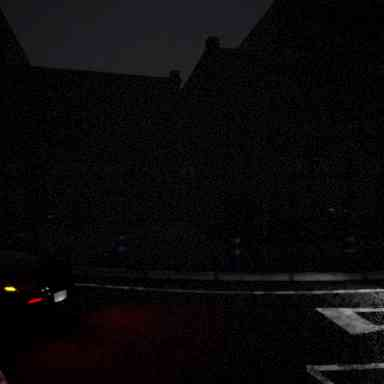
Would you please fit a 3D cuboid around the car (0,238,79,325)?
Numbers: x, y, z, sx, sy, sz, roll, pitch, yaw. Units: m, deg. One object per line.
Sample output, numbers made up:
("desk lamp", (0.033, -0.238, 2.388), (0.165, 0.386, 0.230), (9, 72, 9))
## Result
("car", (-4.426, 1.622, 6.373), (4.674, 1.442, 1.812), (0, -1, 18))
